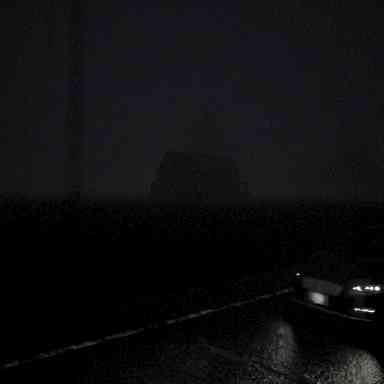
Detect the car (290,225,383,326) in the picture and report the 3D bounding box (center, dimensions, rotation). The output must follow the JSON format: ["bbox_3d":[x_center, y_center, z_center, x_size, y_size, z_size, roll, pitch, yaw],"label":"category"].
[{"bbox_3d":[4.072,1.487,6.903,4.902,1.511,2.128,0,0,-36],"label":"car"}]
